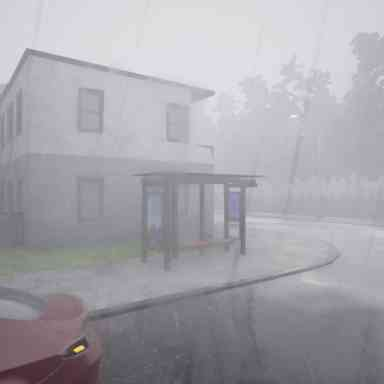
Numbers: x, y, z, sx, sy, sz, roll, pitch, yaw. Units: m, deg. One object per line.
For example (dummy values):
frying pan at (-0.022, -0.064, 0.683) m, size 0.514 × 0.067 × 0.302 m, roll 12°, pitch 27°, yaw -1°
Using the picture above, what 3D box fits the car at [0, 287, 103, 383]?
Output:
car at (-3.036, 1.526, 2.435) m, size 4.674 × 1.442 × 1.812 m, roll 0°, pitch 0°, yaw -36°
